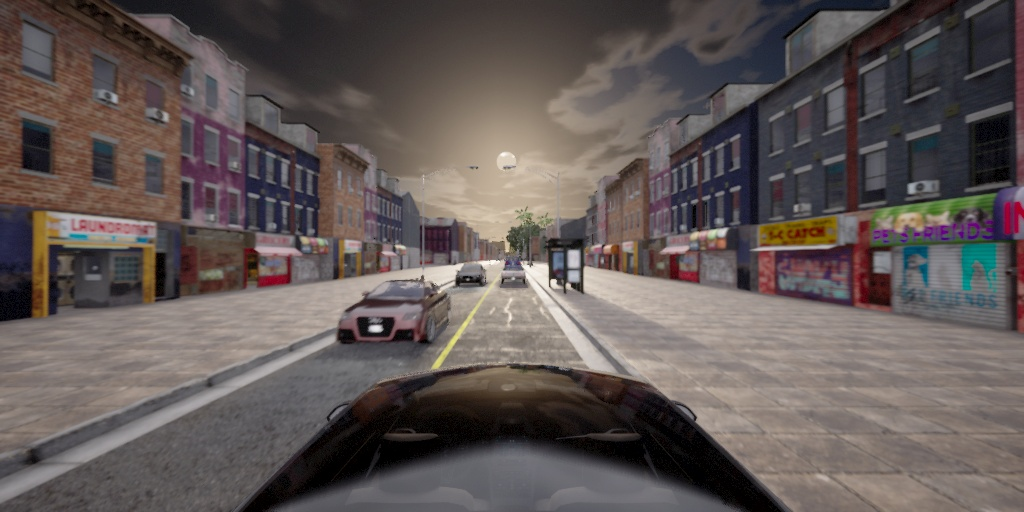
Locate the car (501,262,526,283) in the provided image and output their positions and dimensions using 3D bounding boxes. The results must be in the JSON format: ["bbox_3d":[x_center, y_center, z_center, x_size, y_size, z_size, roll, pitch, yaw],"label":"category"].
[{"bbox_3d":[0.102,1.371,28.393,1.895,1.301,4.718,0,0,0],"label":"car"}]

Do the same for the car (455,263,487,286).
[{"bbox_3d":[-2.804,1.273,25.333,1.837,1.490,4.892,0,-1,0],"label":"car"}]

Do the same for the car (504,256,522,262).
[{"bbox_3d":[0.111,1.018,46.702,2.150,2.045,5.566,0,0,0],"label":"car"}]

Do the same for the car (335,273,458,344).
[{"bbox_3d":[-2.829,1.316,9.439,1.994,1.385,4.181,0,0,0],"label":"car"}]
